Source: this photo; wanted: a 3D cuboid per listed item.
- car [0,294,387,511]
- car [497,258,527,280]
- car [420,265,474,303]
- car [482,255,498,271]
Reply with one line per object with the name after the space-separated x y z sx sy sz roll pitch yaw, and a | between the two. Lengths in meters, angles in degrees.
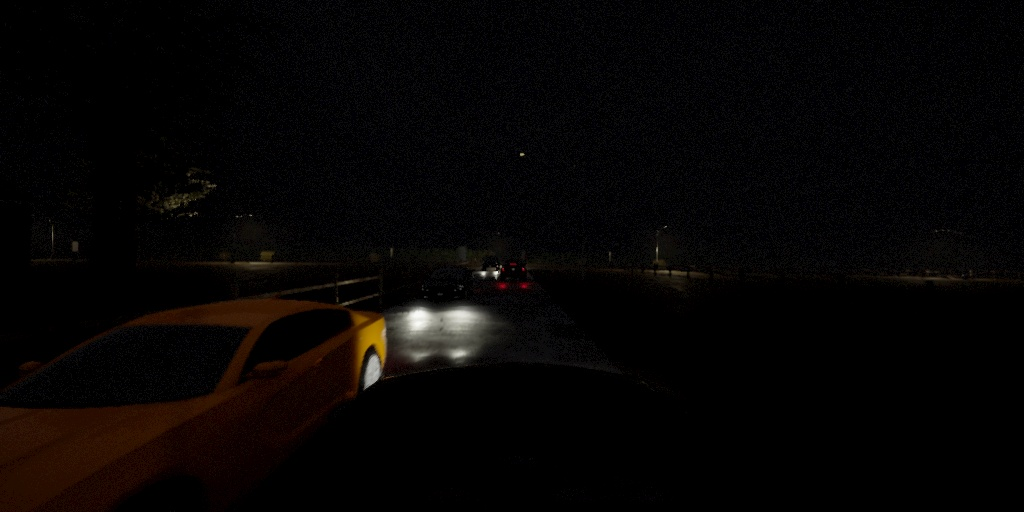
-2.848 1.222 3.494 1.882 1.535 5.008 0 0 0 | car
0.107 1.040 29.882 2.097 1.767 4.553 0 0 0 | car
-2.837 1.190 16.533 1.882 1.535 5.008 0 1 -1 | car
-2.739 0.888 47.575 2.150 2.045 5.566 0 0 0 | car
